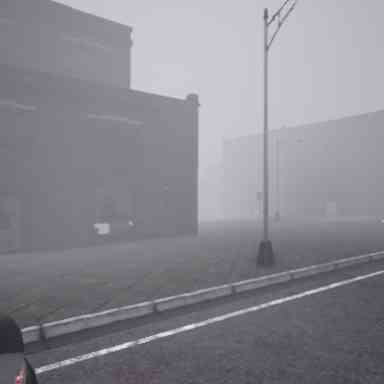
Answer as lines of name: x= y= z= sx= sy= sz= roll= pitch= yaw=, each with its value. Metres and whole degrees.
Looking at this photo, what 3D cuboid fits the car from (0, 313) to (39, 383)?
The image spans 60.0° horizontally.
car: x=-3.283 y=1.492 z=1.330 sx=4.902 sy=1.511 sz=2.128 roll=0 pitch=0 yaw=-36
